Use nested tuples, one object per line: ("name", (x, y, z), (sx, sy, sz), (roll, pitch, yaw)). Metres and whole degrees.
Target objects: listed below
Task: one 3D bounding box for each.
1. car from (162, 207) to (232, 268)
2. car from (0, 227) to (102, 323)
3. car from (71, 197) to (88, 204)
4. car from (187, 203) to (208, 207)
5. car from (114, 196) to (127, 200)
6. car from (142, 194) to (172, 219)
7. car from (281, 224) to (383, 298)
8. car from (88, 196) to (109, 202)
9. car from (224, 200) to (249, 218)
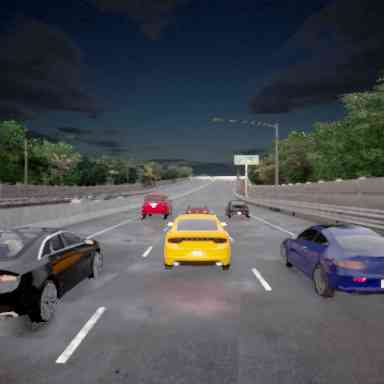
("car", (0.173, 1.481, 11.292), (1.882, 1.535, 5.008), (0, 0, 1))
("car", (-3.363, 1.492, 7.153), (2.128, 1.511, 4.902), (0, 0, 0))
("car", (-19.545, 1.582, 58.628), (1.895, 1.301, 4.718), (0, 0, 3))
("car", (0.481, 1.609, 28.775), (1.895, 1.301, 4.718), (0, 0, 1))
("car", (-12.551, 1.514, 58.514), (1.812, 1.442, 4.674), (0, 0, 3))
("car", (-3.008, 1.227, 29.240), (2.150, 2.045, 5.566), (0, 0, 1))
("car", (3.645, 1.530, 8.423), (1.812, 1.442, 4.674), (0, 0, 0))
("car", (-16.047, 1.476, 58.687), (2.128, 1.511, 4.902), (0, 0, 3))
("car", (4.024, 1.516, 30.252), (1.837, 1.490, 4.892), (0, 0, 2))
